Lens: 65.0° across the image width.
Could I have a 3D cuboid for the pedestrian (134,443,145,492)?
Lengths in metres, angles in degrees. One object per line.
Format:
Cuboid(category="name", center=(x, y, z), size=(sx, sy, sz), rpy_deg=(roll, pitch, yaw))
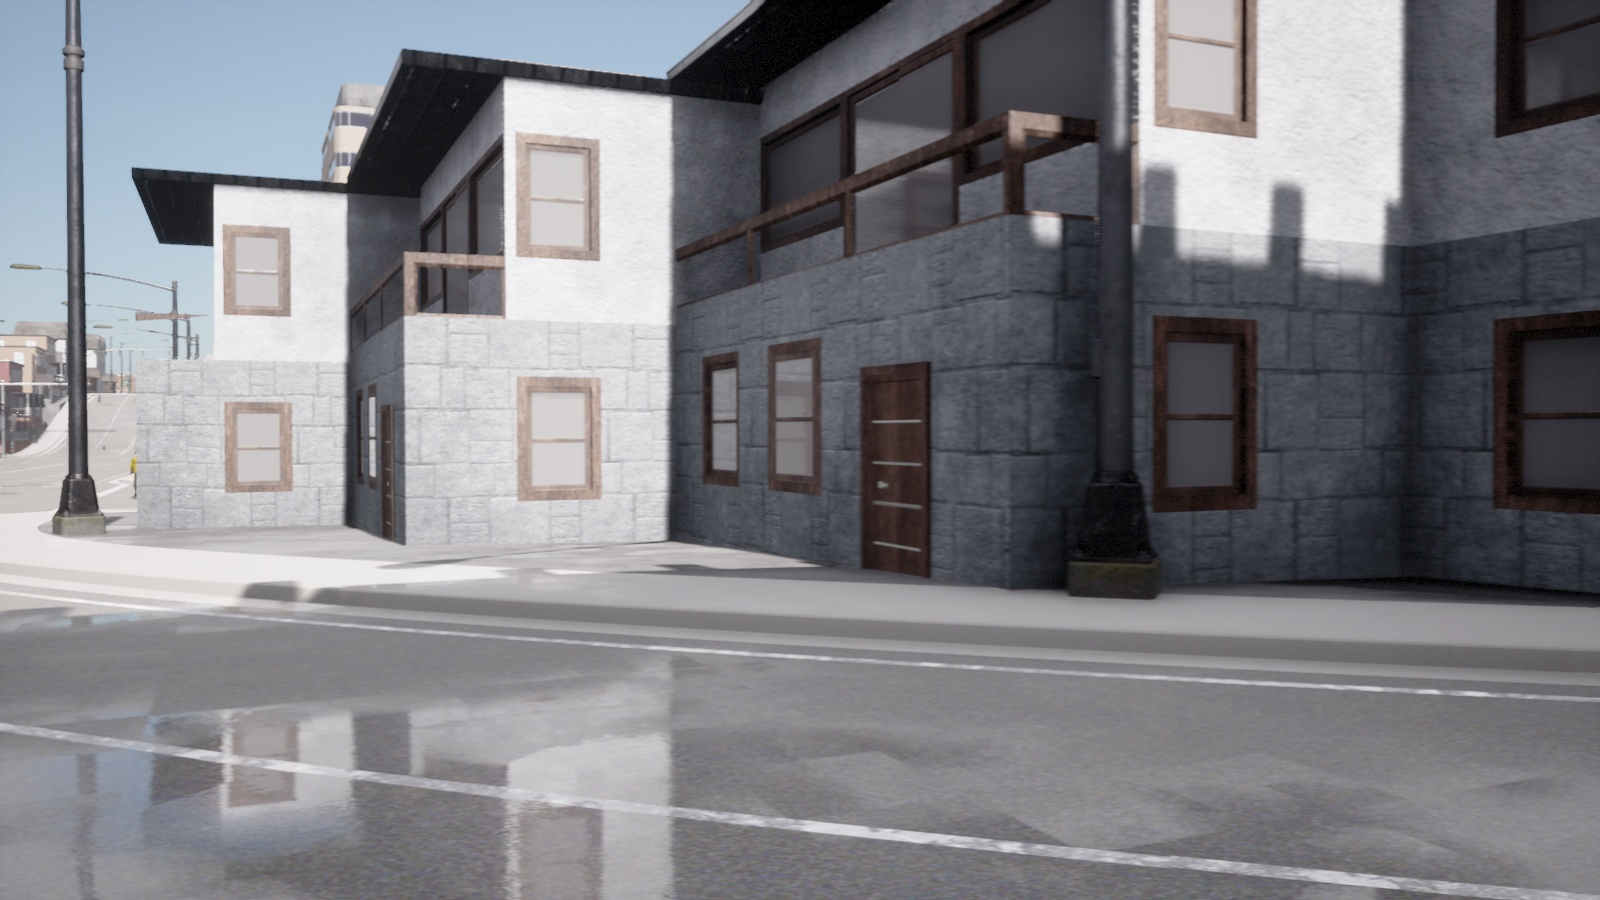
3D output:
Cuboid(category="pedestrian", center=(-24.823, 0.656, 47.208), size=(0.370, 1.835, 0.726), rpy_deg=(0, 1, -28))
